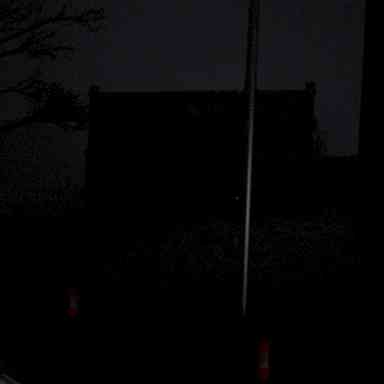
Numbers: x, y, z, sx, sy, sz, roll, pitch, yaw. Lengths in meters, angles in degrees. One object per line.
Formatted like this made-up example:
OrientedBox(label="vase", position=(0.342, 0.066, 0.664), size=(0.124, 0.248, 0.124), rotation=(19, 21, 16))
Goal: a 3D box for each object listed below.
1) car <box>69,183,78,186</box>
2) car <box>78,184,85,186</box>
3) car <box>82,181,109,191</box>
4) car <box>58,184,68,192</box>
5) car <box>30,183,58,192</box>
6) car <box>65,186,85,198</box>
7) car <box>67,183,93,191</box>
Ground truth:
OrientedBox(label="car", position=(-26.091, -0.850, 66.808), size=(4.674, 1.452, 2.002), rotation=(3, 2, 20))
OrientedBox(label="car", position=(-25.133, -1.077, 69.389), size=(4.553, 1.767, 2.185), rotation=(3, 2, 20))
OrientedBox(label="car", position=(-22.405, -1.410, 77.196), size=(5.566, 2.045, 2.435), rotation=(3, 2, 20))
OrientedBox(label="car", position=(-27.022, -0.827, 64.214), size=(5.008, 1.535, 2.097), rotation=(3, 2, 20))
OrientedBox(label="car", position=(-27.911, -0.892, 61.596), size=(4.553, 1.767, 2.185), rotation=(3, 2, 20))
OrientedBox(label="car", position=(-15.884, 0.184, 48.452), size=(1.994, 1.385, 4.181), rotation=(3, 2, 17))
OrientedBox(label="car", position=(-24.245, -1.018, 72.007), size=(4.892, 1.521, 2.231), rotation=(3, 2, 20))
